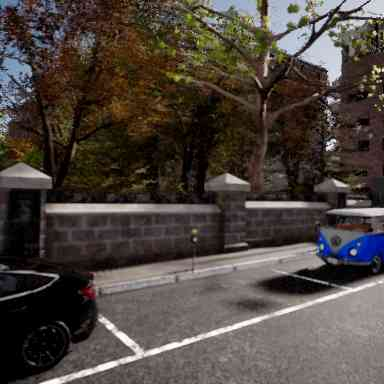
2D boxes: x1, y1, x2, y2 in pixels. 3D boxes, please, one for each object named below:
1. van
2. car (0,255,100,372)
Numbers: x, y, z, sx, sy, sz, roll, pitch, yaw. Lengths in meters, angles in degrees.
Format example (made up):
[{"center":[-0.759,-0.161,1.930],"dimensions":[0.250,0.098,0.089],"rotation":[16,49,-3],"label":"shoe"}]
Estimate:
[{"center":[5.659,1.419,10.534],"dimensions":[3.998,1.788,1.690],"rotation":[1,1,-35],"label":"van"},{"center":[-3.348,1.563,4.134],"dimensions":[4.313,1.339,1.947],"rotation":[1,1,-35],"label":"car"}]
